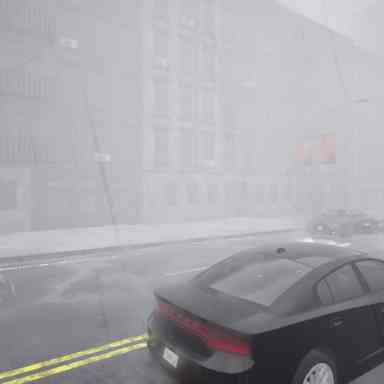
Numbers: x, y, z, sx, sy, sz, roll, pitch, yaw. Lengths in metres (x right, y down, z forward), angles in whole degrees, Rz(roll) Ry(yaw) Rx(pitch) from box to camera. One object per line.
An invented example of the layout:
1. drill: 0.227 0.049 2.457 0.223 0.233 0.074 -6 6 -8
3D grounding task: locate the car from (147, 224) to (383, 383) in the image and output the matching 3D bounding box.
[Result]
1. car: 1.815 1.477 4.720 5.008 1.535 1.882 0 0 -35

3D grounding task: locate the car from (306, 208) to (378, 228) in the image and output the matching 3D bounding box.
1. car: 7.763 1.559 17.139 4.181 1.385 1.994 0 0 -35
